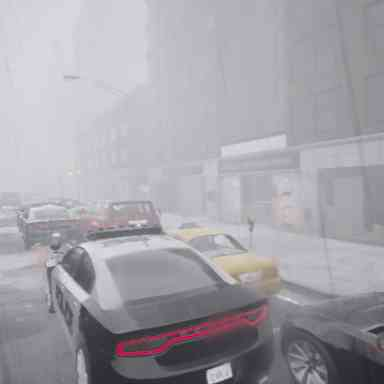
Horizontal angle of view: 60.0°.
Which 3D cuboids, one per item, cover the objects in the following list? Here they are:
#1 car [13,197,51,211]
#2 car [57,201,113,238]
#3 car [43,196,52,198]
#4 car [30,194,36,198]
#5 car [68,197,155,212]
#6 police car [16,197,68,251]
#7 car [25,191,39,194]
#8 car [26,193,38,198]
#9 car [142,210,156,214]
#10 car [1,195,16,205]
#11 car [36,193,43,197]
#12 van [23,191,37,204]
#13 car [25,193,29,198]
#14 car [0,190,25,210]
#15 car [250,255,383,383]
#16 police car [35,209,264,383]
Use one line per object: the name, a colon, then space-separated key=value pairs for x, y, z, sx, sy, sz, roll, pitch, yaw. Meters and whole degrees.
car: x=-8.902 y=1.299 z=18.906 sx=1.837 sy=1.490 sz=4.892 roll=-2 pitch=1 yaw=-30
car: x=-5.636 y=1.282 z=17.124 sx=1.752 sy=1.417 sz=4.829 roll=-2 pitch=1 yaw=-30
car: x=-8.284 y=1.159 z=21.776 sx=1.967 sy=1.590 sz=4.097 roll=-2 pitch=1 yaw=-30
car: x=-13.742 y=1.192 z=31.382 sx=2.008 sy=1.369 sz=4.403 roll=-2 pitch=1 yaw=-30
car: x=-2.826 y=1.112 z=12.170 sx=2.192 sy=1.841 sz=5.009 roll=-2 pitch=1 yaw=-30
police car: x=-5.992 y=1.261 z=13.784 sx=1.930 sy=1.638 sz=5.238 roll=-2 pitch=1 yaw=-30
car: x=-21.938 y=0.840 z=45.782 sx=2.192 sy=1.841 sz=5.009 roll=-2 pitch=1 yaw=-30
car: x=-16.472 y=1.153 z=36.183 sx=2.008 sy=1.369 sz=4.403 roll=-2 pitch=1 yaw=-30
car: x=-0.175 y=1.359 z=7.521 sx=1.752 sy=1.417 sz=4.829 roll=-2 pitch=1 yaw=-30
car: x=-27.195 y=1.173 z=49.264 sx=1.895 sy=1.301 sz=4.718 roll=-2 pitch=1 yaw=-30
car: x=-11.014 y=1.120 z=26.578 sx=1.967 sy=1.590 sz=4.097 roll=-2 pitch=1 yaw=-30
van: x=-24.667 y=0.827 z=50.584 sx=1.690 sy=1.788 sz=3.998 roll=-2 pitch=1 yaw=-30
car: x=-19.202 y=1.129 z=40.985 sx=1.947 sy=1.339 sz=4.313 roll=-2 pitch=1 yaw=-30
car: x=-20.722 y=0.886 z=37.891 sx=2.150 sy=2.045 sz=5.566 roll=-2 pitch=2 yaw=-29
car: x=2.640 y=1.440 z=2.573 sx=1.947 sy=1.339 sz=4.313 roll=-2 pitch=1 yaw=-30
police car: x=-1.050 y=1.331 z=5.091 sx=1.930 sy=1.638 sz=5.238 roll=-2 pitch=1 yaw=-30
